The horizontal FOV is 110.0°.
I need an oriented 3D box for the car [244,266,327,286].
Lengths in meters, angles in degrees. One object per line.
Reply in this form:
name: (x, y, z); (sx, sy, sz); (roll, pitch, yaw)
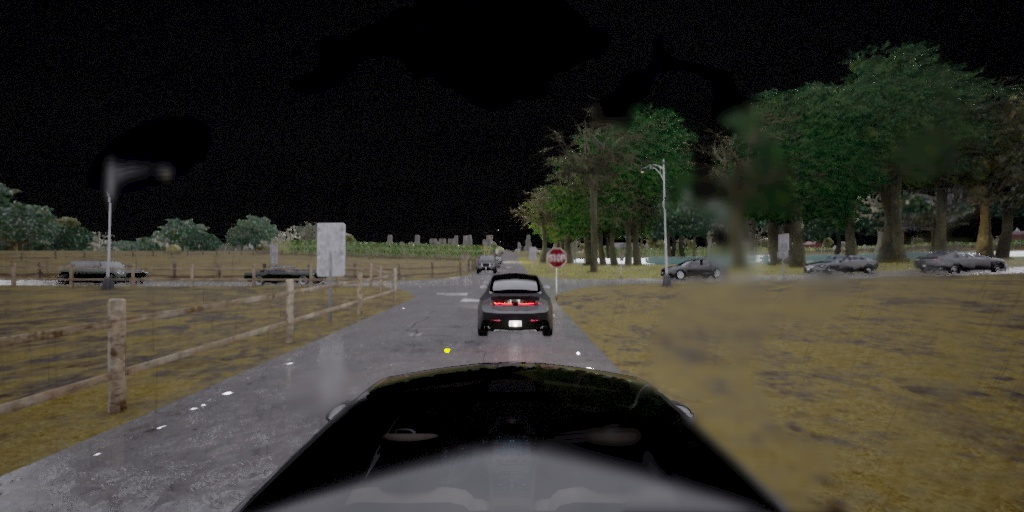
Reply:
car: (-15.459, 1.334, 24.708); (4.718, 1.301, 1.895); (0, -1, -2)

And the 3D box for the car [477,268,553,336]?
car: (0.086, 1.251, 10.372); (1.837, 1.490, 4.892); (0, 0, 0)

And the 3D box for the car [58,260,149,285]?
car: (-27.898, 1.068, 24.643); (4.553, 1.767, 2.097); (0, -1, 1)

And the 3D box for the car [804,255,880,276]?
car: (25.373, 0.699, 27.722); (4.902, 1.511, 2.128); (-2, -1, 0)

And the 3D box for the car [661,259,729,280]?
car: (14.046, 1.014, 27.691); (4.892, 1.490, 1.837); (-1, -1, 0)

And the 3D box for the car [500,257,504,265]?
car: (-2.797, 1.067, 54.969); (2.128, 1.511, 4.902); (0, 1, 0)

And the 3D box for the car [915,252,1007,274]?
car: (30.975, 0.452, 24.792); (4.902, 1.511, 2.128); (-2, -1, 0)

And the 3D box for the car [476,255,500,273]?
car: (-2.801, 0.904, 40.707); (2.150, 2.045, 5.566); (0, 0, -1)
